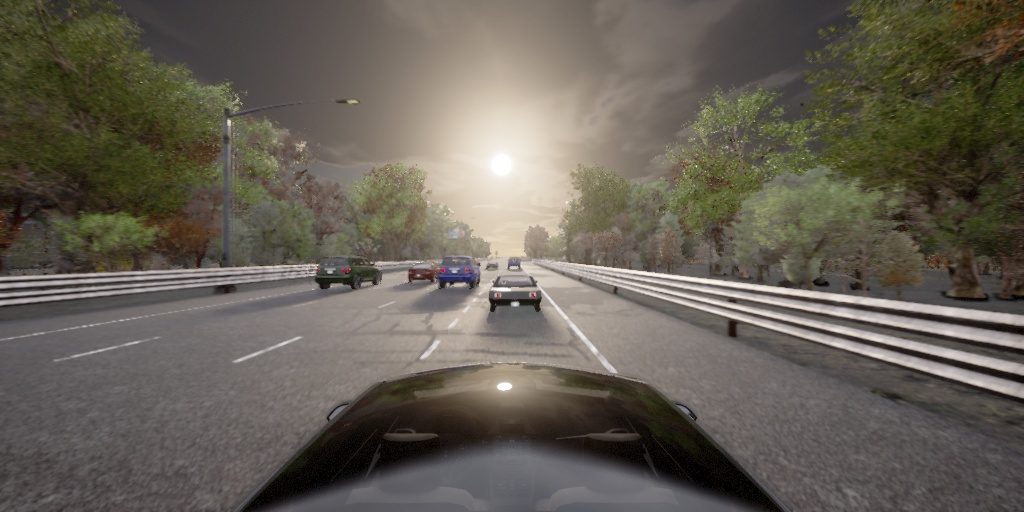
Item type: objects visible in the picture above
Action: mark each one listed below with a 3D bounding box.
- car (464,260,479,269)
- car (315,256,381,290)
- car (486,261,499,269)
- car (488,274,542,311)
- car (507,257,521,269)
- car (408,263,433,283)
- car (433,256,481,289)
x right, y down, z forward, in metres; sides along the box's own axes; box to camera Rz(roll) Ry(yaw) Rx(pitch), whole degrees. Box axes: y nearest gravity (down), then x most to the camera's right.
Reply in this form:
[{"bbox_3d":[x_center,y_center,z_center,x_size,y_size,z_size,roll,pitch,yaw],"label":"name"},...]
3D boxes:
[{"bbox_3d":[-6.643,1.462,59.612,1.994,1.385,4.181,0,0,0],"label":"car"},{"bbox_3d":[-10.353,1.020,23.100,2.150,2.045,5.566,0,0,0],"label":"car"},{"bbox_3d":[-3.146,1.497,58.958,1.895,1.301,4.718,0,0,0],"label":"car"},{"bbox_3d":[0.118,1.382,14.598,1.895,1.301,4.718,0,0,0],"label":"car"},{"bbox_3d":[0.363,1.122,60.490,2.150,2.045,5.566,0,0,0],"label":"car"},{"bbox_3d":[-6.824,1.293,28.660,1.882,1.535,5.008,0,0,0],"label":"car"},{"bbox_3d":[-3.351,1.022,23.649,2.150,2.045,5.566,0,0,0],"label":"car"}]
